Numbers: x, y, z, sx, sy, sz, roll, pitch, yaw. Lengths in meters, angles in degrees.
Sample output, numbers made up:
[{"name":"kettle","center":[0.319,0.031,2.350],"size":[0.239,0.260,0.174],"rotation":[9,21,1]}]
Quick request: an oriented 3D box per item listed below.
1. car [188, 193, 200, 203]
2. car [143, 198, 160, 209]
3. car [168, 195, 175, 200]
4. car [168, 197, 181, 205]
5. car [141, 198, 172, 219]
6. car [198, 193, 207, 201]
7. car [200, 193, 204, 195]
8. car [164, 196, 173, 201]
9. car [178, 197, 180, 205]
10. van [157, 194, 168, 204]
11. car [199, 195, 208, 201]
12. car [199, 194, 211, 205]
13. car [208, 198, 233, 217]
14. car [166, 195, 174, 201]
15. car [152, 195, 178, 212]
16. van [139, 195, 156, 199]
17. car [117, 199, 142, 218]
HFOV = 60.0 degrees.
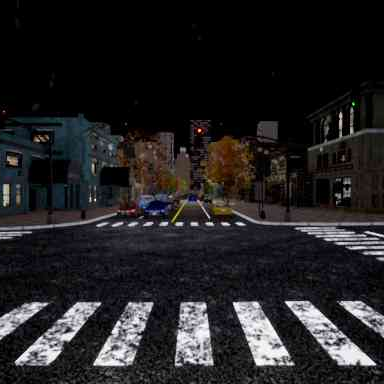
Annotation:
[{"name":"car","center":[0.110,1.462,70.795],"size":[1.882,1.535,5.008],"rotation":[0,0,0]},{"name":"car","center":[-5.665,1.535,47.007],"size":[1.887,1.381,4.507],"rotation":[0,0,0]},{"name":"car","center":[-5.638,1.560,91.377],"size":[1.802,1.307,4.206],"rotation":[0,0,0]},{"name":"car","center":[-3.028,1.588,58.054],"size":[1.895,1.301,4.718],"rotation":[0,0,0]},{"name":"car","center":[-3.099,1.520,29.621],"size":[1.812,1.442,4.674],"rotation":[0,0,0]},{"name":"car","center":[2.737,1.295,85.826],"size":[2.192,1.841,5.009],"rotation":[-1,0,0]},{"name":"car","center":[2.733,1.549,74.733],"size":[1.947,1.339,4.313],"rotation":[-1,0,0]},{"name":"car","center":[-5.645,1.547,80.284],"size":[1.947,1.339,4.313],"rotation":[0,0,0]},{"name":"car","center":[-3.063,1.554,47.944],"size":[1.994,1.385,4.181],"rotation":[0,0,0]},{"name":"van","center":[-5.656,1.327,63.645],"size":[1.690,1.788,3.998],"rotation":[0,0,0]},{"name":"car","center":[2.737,1.526,80.279],"size":[1.887,1.381,4.507],"rotation":[-1,0,0]},{"name":"car","center":[2.723,1.538,58.094],"size":[2.008,1.369,4.403],"rotation":[-1,0,0]},{"name":"car","center":[2.706,1.519,30.532],"size":[1.752,1.417,4.829],"rotation":[-1,0,0]},{"name":"car","center":[-5.641,1.525,85.831],"size":[1.887,1.381,4.507],"rotation":[0,0,0]},{"name":"car","center":[-3.075,1.484,38.820],"size":[2.128,1.511,4.902],"rotation":[0,0,0]},{"name":"van","center":[-5.669,1.333,41.460],"size":[1.690,1.788,3.998],"rotation":[0,0,0]},{"name":"car","center":[-5.674,1.576,30.367],"size":[1.802,1.307,4.206],"rotation":[0,0,0]}]
